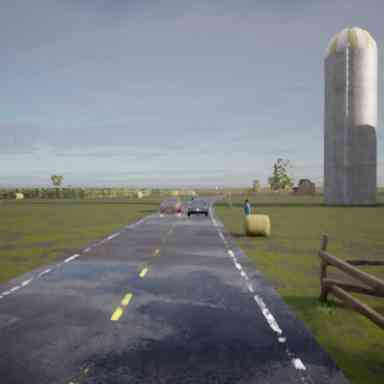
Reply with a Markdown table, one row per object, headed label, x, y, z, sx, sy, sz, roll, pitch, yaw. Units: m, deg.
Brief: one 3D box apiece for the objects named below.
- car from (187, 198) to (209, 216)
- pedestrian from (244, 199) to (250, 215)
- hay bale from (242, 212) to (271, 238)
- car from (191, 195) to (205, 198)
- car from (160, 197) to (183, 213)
| label | x | y | z | sx | sy | sz | roll | pitch | yaw |
| --- | --- | --- | --- | --- | --- | --- | --- | --- | --- |
| car | 0.611 | 1.539 | 31.829 | 1.994 | 1.385 | 4.181 | 0 | 0 | 3 |
| pedestrian | 2.977 | 1.271 | 18.208 | 0.375 | 1.860 | 0.375 | 0 | 1 | -2 |
| hay bale | 3.258 | 1.645 | 16.926 | 1.220 | 1.180 | 1.240 | 0 | 1 | 1 |
| car | 1.190 | 1.465 | 45.359 | 1.837 | 1.490 | 4.892 | 0 | 1 | 4 |
| car | -2.140 | 1.321 | 35.773 | 2.097 | 1.767 | 4.553 | 0 | 0 | 2 |
